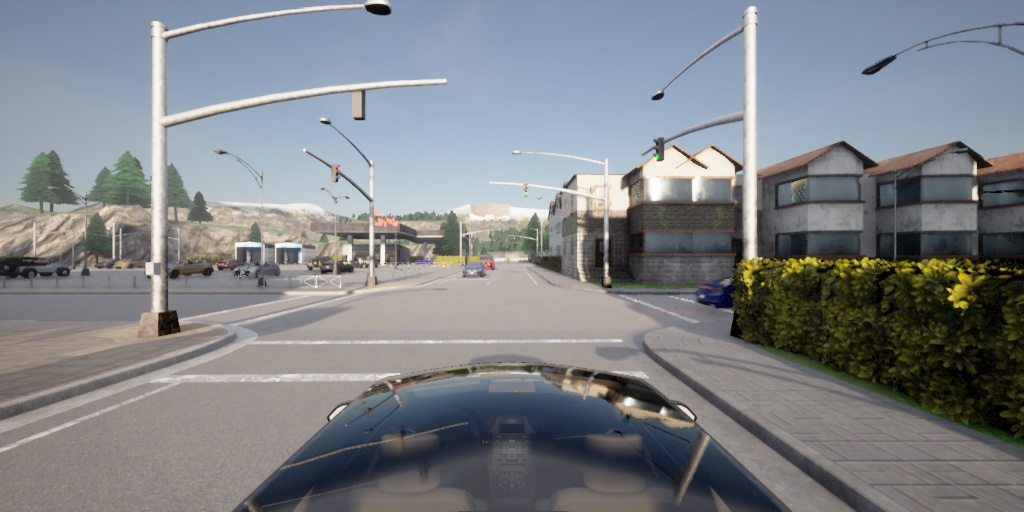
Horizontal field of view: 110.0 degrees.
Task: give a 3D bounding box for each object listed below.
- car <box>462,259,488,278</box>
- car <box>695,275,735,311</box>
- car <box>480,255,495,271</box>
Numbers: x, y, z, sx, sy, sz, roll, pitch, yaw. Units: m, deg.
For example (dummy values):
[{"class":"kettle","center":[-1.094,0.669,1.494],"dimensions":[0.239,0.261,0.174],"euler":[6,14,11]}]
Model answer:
[{"class":"car","center":[-3.589,1.269,34.560],"dimensions":[1.812,1.442,4.674],"euler":[0,0,0]},{"class":"car","center":[9.831,1.404,13.919],"dimensions":[5.008,1.535,1.882],"euler":[0,0,0]},{"class":"car","center":[-3.568,0.954,50.147],"dimensions":[2.150,2.045,5.566],"euler":[0,1,0]}]
